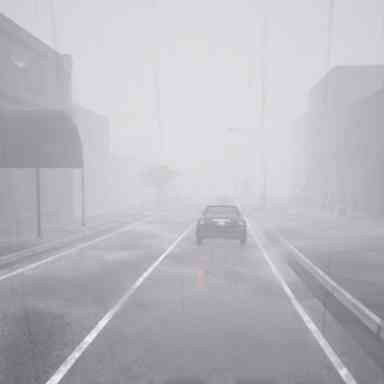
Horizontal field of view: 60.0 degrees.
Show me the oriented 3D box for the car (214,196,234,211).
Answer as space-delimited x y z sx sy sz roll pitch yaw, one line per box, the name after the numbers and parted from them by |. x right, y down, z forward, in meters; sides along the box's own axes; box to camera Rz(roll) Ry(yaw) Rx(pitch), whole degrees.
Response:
3.439 1.162 35.264 1.994 1.385 4.181 1 1 6 | car

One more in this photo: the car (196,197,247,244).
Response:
1.386 1.259 15.555 2.097 1.767 4.553 1 1 6 | car
